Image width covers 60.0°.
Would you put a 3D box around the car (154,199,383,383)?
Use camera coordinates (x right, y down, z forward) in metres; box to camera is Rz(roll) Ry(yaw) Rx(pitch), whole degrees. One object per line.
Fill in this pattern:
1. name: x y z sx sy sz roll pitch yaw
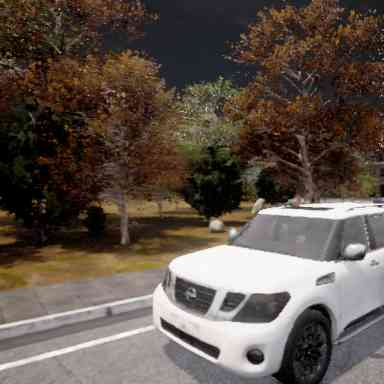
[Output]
1. car: 2.069 1.240 5.685 5.566 2.045 2.150 0 0 -39

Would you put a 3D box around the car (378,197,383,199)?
1. car: 24.783 1.421 42.535 1.812 1.442 4.674 -1 0 9
